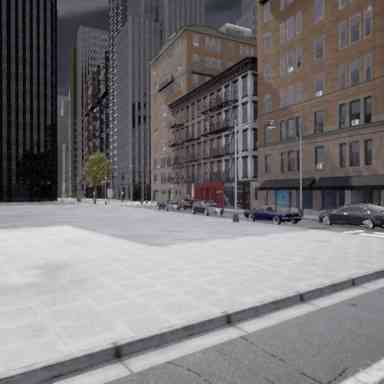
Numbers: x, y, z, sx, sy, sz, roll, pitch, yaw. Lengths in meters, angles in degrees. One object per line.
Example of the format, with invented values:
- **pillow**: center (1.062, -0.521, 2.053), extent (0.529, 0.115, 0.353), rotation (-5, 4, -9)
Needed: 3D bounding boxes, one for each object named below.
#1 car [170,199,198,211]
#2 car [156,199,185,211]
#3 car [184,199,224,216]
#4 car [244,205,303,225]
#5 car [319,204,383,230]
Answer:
- **car**: center (-1.154, 1.695, 45.448), extent (1.837, 1.490, 4.892), rotation (0, 0, -26)
- **car**: center (-3.092, 1.685, 43.316), extent (2.128, 1.511, 4.902), rotation (0, 0, -26)
- **car**: center (1.459, 1.627, 34.073), extent (2.128, 1.511, 4.902), rotation (0, 0, -26)
- **car**: center (5.976, 1.683, 24.932), extent (1.895, 1.301, 4.718), rotation (0, 0, -26)
- **car**: center (10.540, 1.552, 21.464), extent (1.837, 1.490, 4.892), rotation (-3, 1, -30)
